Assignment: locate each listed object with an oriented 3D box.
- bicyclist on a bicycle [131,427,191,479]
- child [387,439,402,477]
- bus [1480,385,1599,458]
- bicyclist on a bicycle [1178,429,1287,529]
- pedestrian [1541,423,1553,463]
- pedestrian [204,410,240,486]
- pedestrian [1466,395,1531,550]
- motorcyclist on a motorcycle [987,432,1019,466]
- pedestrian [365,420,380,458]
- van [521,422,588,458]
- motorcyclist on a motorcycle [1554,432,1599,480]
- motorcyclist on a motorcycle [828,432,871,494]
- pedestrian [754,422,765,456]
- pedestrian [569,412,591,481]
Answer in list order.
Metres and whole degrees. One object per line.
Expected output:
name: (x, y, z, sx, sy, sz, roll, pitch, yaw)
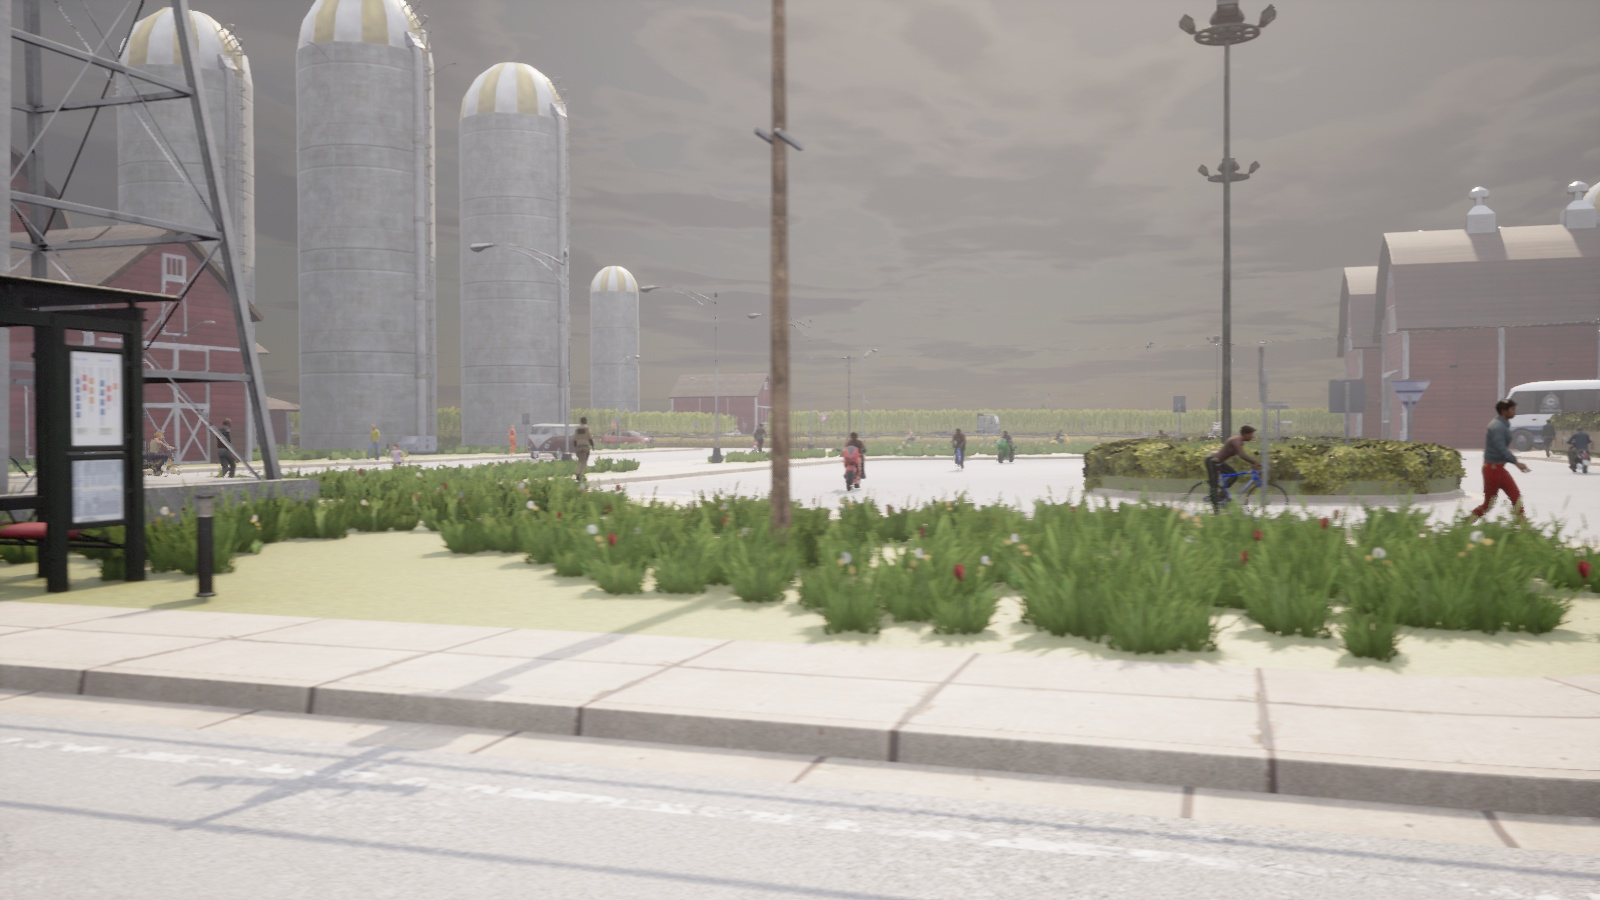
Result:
bicyclist on a bicycle: (-20.097, 0.076, 39.505, 0.866, 1.612, 1.509, 0, 1, 18)
child: (-12.086, 0.233, 37.424, 0.255, 1.110, 0.394, 1, 1, 20)
bus: (46.928, -1.697, 75.137, 3.944, 4.253, 10.273, -1, 1, -38)
bicyclist on a bicycle: (7.305, 0.467, 21.217, 1.656, 1.620, 0.582, 1, 1, 27)
pedestrian: (34.718, -0.332, 58.381, 0.353, 1.847, 0.614, 0, 1, 18)
pedestrian: (-14.332, -0.055, 31.142, 0.376, 1.854, 0.720, 1, 1, 26)
pedestrian: (8.511, 0.267, 15.306, 0.614, 1.847, 0.353, 1, 1, 43)
motorcyclist on a motorcycle: (9.221, -0.061, 56.895, 0.797, 1.523, 2.044, 2, 2, 28)
pedestrian: (-20.782, -0.548, 61.049, 0.354, 1.836, 0.706, 0, 1, 19)
van: (-13.803, -0.584, 70.913, 1.775, 1.987, 4.442, 0, 1, 18)
motorcyclist on a motorcycle: (26.256, 0.191, 42.475, 0.866, 1.590, 1.817, 0, 1, 18)
motorcyclist on a motorcycle: (1.296, 0.303, 32.262, 0.797, 1.523, 2.044, 2, 1, 10)
pedestrian: (-2.188, -0.602, 68.176, 0.328, 1.805, 0.869, 0, 1, 17)
pedestrian: (-6.190, -0.097, 35.333, 0.396, 1.930, 0.692, 0, 1, 11)
